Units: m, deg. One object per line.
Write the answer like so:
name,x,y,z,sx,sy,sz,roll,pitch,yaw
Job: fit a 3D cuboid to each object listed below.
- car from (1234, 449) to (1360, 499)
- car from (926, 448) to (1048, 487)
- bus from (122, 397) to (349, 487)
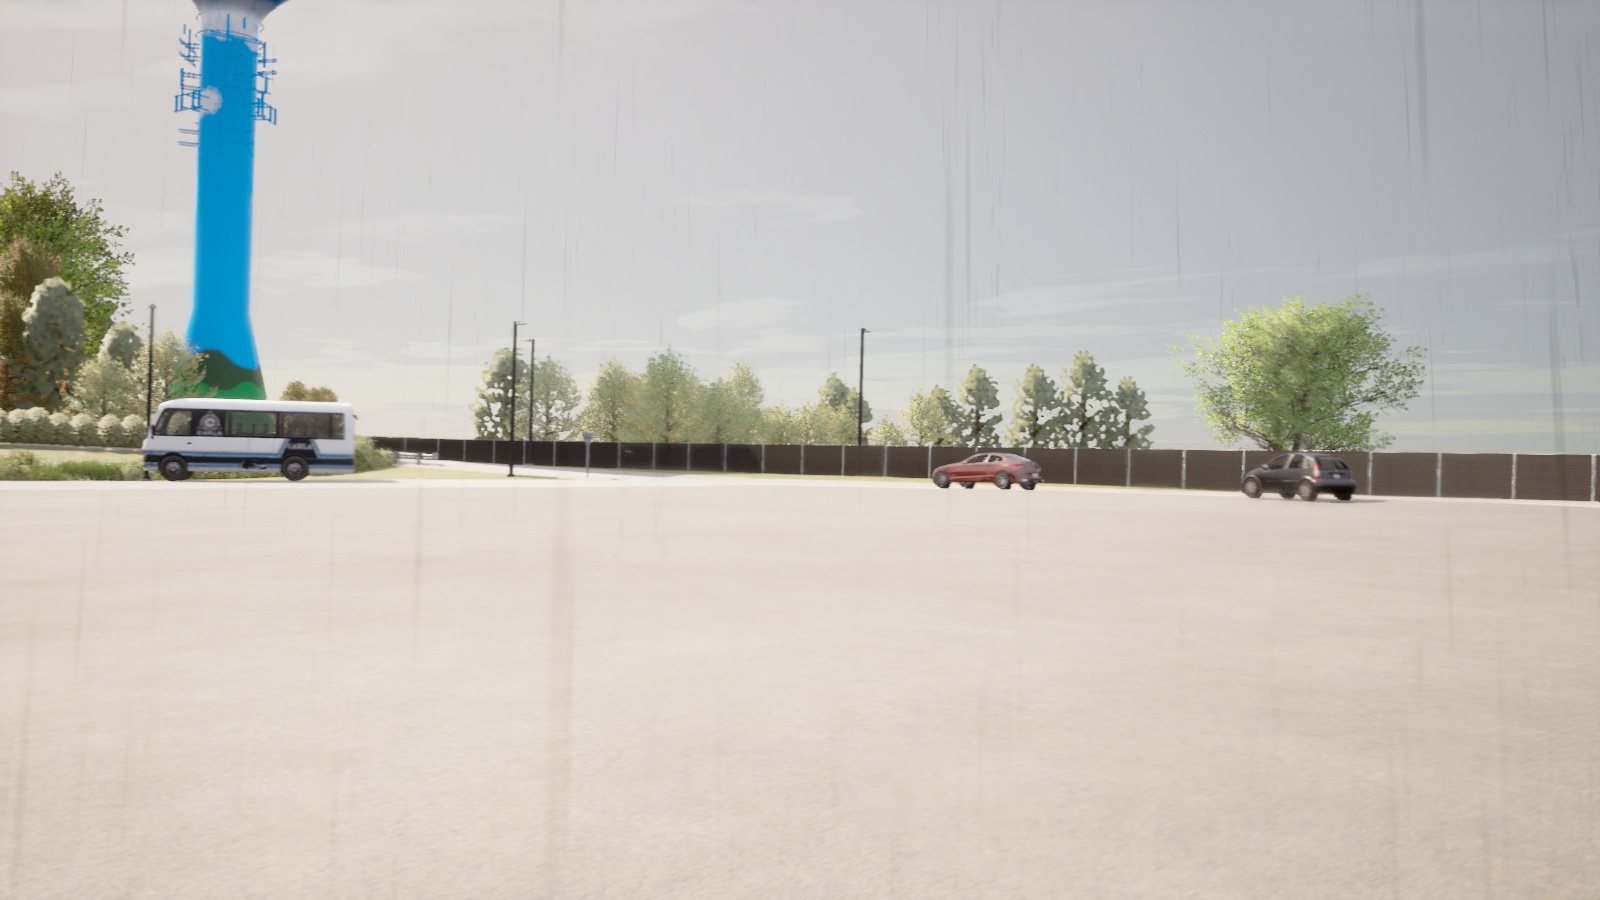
car,16.928,0.802,42.976,1.851,1.617,3.988,0,-1,-19
car,8.225,0.765,55.487,5.027,1.651,2.152,0,-2,44
bus,-28.803,-0.337,64.781,10.273,4.253,3.944,1,0,-18
